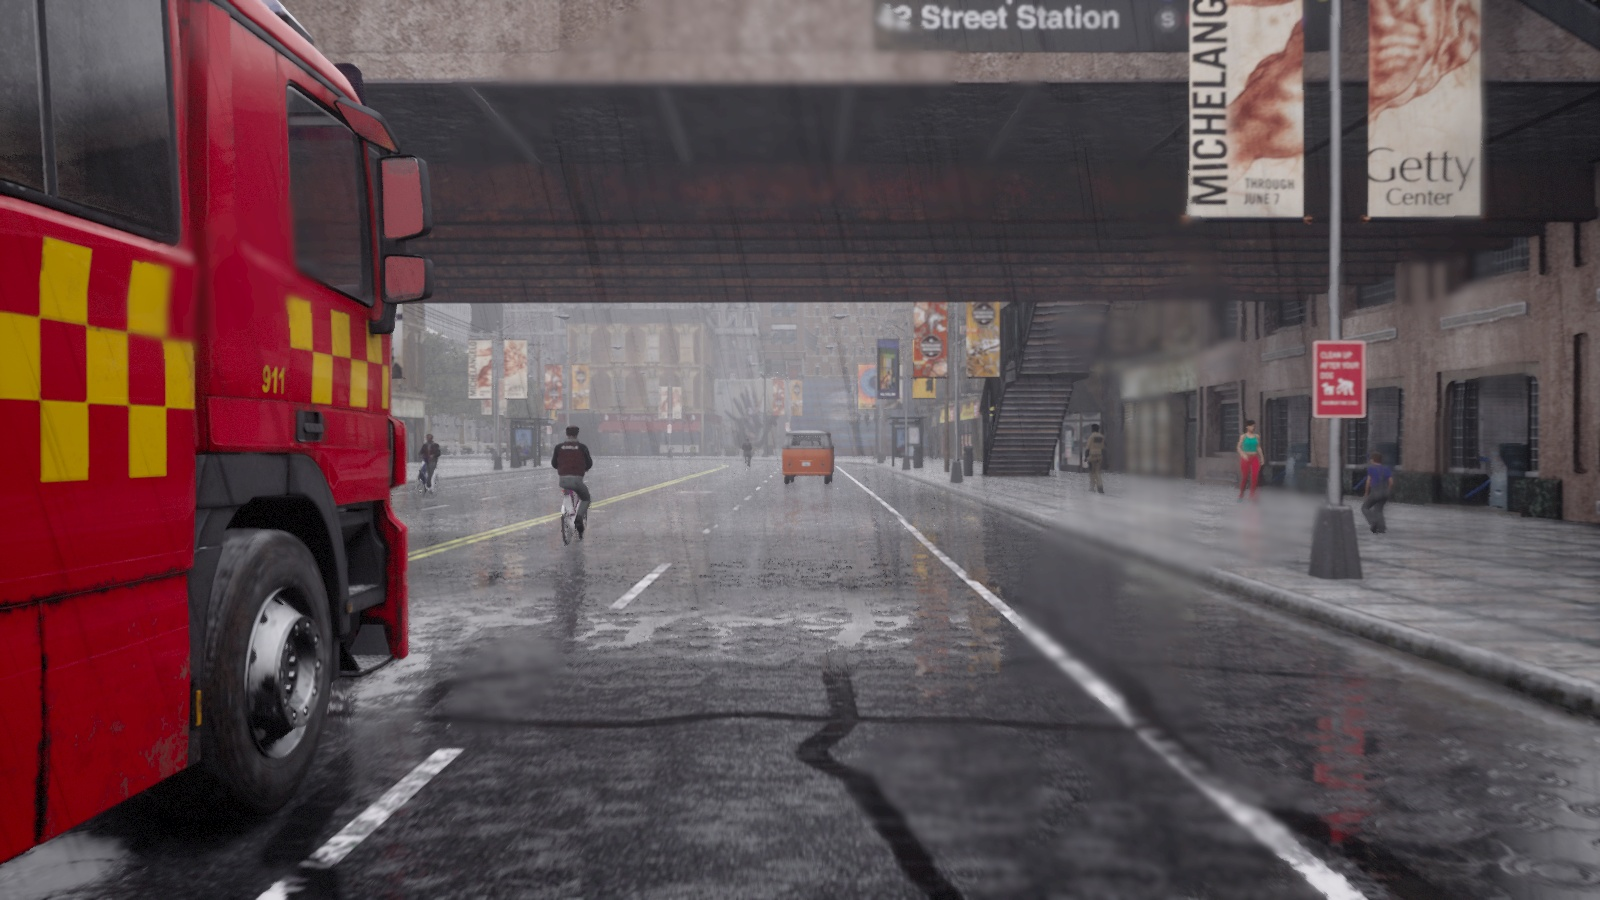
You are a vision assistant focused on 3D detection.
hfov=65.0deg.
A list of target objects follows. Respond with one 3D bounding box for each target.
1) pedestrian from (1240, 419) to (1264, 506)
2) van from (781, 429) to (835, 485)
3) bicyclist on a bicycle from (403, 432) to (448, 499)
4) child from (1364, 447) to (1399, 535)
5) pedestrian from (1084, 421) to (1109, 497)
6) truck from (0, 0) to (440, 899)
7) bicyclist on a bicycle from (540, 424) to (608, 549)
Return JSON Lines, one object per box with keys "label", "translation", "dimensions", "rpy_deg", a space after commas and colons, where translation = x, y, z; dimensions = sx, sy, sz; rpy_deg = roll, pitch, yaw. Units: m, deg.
{"label": "pedestrian", "translation": [9.657, 0.260, 26.834], "dimensions": [0.345, 1.836, 0.594], "rpy_deg": [0, 0, 4]}
{"label": "van", "translation": [0.353, 0.235, 47.004], "dimensions": [1.775, 1.987, 4.442], "rpy_deg": [0, 0, 3]}
{"label": "bicyclist on a bicycle", "translation": [-10.163, 0.417, 34.119], "dimensions": [0.659, 1.776, 1.843], "rpy_deg": [0, 0, 0]}
{"label": "child", "translation": [8.481, 0.587, 18.324], "dimensions": [0.270, 1.263, 0.437], "rpy_deg": [0, 0, -5]}
{"label": "pedestrian", "translation": [7.661, 0.227, 32.463], "dimensions": [0.396, 1.930, 0.692], "rpy_deg": [0, 0, -10]}
{"label": "truck", "translation": [-3.468, -0.436, 2.749], "dimensions": [2.891, 3.827, 8.468], "rpy_deg": [0, 0, 0]}
{"label": "bicyclist on a bicycle", "translation": [-3.351, 0.509, 18.733], "dimensions": [0.659, 1.776, 1.843], "rpy_deg": [0, 1, 1]}
